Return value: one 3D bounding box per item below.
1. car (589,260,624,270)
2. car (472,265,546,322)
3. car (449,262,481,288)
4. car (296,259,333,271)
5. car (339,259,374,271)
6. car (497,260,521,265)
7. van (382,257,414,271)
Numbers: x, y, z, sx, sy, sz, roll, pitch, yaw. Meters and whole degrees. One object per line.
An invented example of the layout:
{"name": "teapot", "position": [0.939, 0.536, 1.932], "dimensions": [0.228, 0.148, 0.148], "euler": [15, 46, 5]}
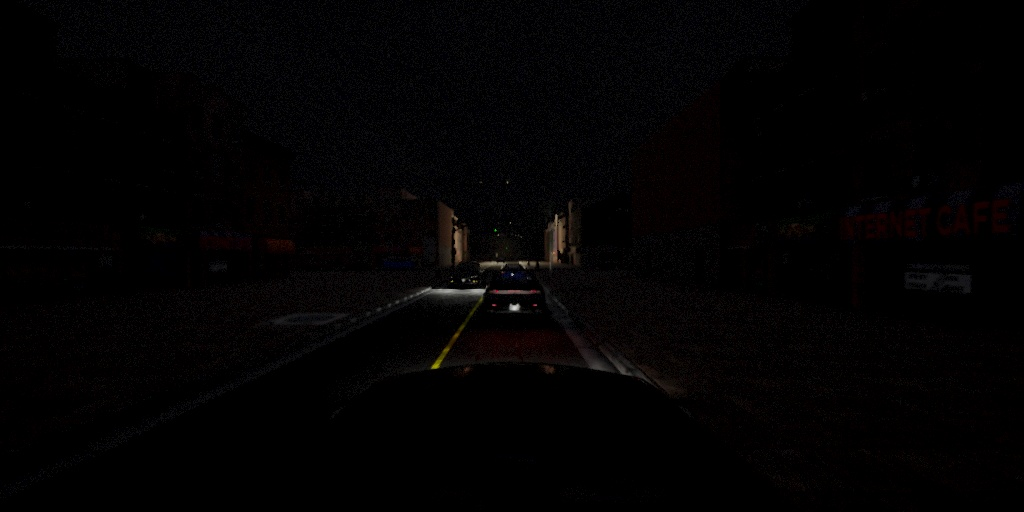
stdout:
{"name": "car", "position": [12.260, 1.136, 46.784], "dimensions": [4.403, 1.370, 2.007], "euler": [0, 0, 0]}
{"name": "car", "position": [0.078, 1.195, 12.062], "dimensions": [2.128, 1.511, 4.902], "euler": [0, 0, 0]}
{"name": "car", "position": [-2.837, 1.173, 23.364], "dimensions": [1.837, 1.490, 4.892], "euler": [0, 0, 0]}
{"name": "car", "position": [-25.692, 1.122, 46.601], "dimensions": [4.097, 1.591, 1.967], "euler": [0, 0, 0]}
{"name": "car", "position": [-20.217, 1.106, 46.628], "dimensions": [4.097, 1.591, 1.967], "euler": [0, 0, 0]}
{"name": "car", "position": [0.080, 1.222, 27.184], "dimensions": [1.994, 1.385, 4.181], "euler": [0, 0, 0]}
{"name": "van", "position": [-14.742, 0.992, 46.654], "dimensions": [3.998, 1.789, 1.690], "euler": [0, 0, 0]}
